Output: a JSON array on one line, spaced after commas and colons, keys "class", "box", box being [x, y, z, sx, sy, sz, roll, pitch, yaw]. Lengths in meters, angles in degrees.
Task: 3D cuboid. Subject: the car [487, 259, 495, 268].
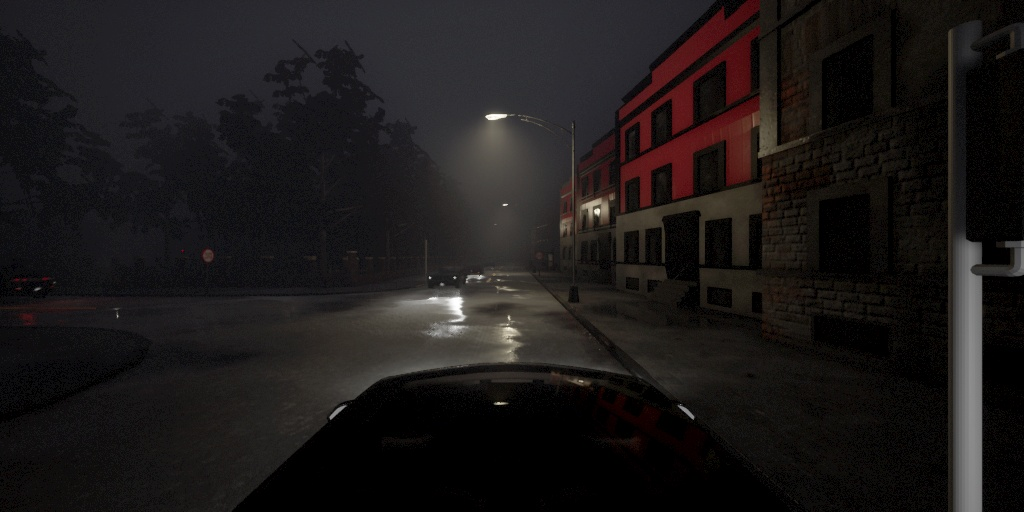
[{"class": "car", "box": [-3.869, 1.298, 62.377, 2.033, 1.411, 5.357, 0, 0, 0]}]

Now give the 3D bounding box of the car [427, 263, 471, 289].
[{"class": "car", "box": [-4.050, 1.351, 23.044, 1.895, 1.301, 4.718, 0, 0, 0]}]

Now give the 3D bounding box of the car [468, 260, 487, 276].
[{"class": "car", "box": [-4.017, 1.314, 37.559, 1.994, 1.385, 4.181, 0, 0, 0]}]

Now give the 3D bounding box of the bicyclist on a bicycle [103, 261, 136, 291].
[{"class": "bicyclist on a bicycle", "box": [-21.808, 1.099, 19.947, 0.582, 1.620, 1.656, 0, 0, 0]}]

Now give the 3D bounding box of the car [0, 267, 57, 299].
[{"class": "car", "box": [-23.174, 1.241, 15.710, 4.902, 1.511, 2.128, 0, 0, 1]}]
